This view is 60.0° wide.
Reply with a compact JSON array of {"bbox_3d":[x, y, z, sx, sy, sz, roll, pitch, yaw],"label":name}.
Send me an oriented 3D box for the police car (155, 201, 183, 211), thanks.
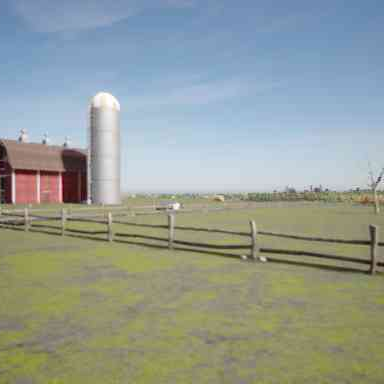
[{"bbox_3d":[-3.542,2.122,50.130,2.038,1.542,4.974,-1,-1,35],"label":"police car"}]
